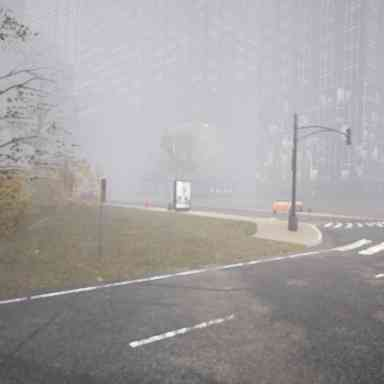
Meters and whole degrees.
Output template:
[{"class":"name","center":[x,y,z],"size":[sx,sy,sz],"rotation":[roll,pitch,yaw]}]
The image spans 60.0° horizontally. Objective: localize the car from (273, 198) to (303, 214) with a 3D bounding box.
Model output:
[{"class":"car","center":[10.666,1.414,36.749],"size":[2.097,1.767,4.553],"rotation":[2,1,35]}]
